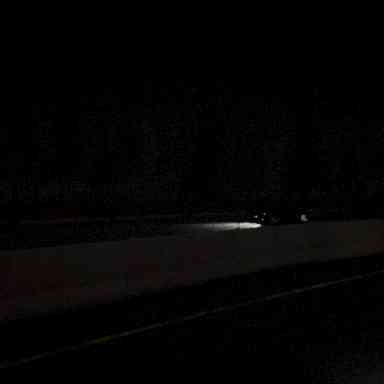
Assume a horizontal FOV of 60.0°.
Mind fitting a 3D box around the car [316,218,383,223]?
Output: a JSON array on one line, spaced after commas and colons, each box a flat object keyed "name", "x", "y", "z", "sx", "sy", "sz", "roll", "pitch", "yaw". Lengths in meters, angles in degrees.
[{"name": "car", "x": 7.928, "y": 1.491, "z": 16.476, "sx": 4.181, "sy": 1.385, "sz": 1.994, "roll": 0, "pitch": 0, "yaw": -26}]
